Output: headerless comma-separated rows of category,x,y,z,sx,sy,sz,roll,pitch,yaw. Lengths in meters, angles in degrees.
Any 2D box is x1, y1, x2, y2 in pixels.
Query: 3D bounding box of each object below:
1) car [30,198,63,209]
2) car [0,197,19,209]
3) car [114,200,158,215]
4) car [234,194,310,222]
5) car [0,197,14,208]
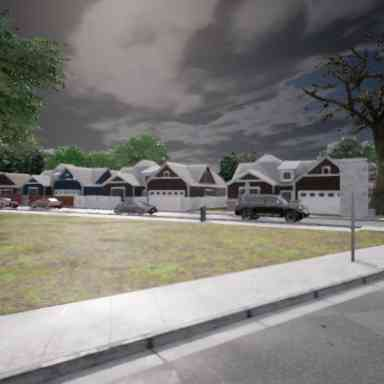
car,-18.135,1.409,41.412,4.181,1.385,1.994,0,0,28
car,-23.339,1.371,40.951,4.181,1.385,1.994,0,0,28
car,-5.324,1.469,31.466,4.181,1.385,1.994,1,0,28
car,5.975,1.195,25.178,5.566,2.045,2.150,0,0,30
car,-26.991,1.396,45.943,4.718,1.301,1.895,0,0,27
